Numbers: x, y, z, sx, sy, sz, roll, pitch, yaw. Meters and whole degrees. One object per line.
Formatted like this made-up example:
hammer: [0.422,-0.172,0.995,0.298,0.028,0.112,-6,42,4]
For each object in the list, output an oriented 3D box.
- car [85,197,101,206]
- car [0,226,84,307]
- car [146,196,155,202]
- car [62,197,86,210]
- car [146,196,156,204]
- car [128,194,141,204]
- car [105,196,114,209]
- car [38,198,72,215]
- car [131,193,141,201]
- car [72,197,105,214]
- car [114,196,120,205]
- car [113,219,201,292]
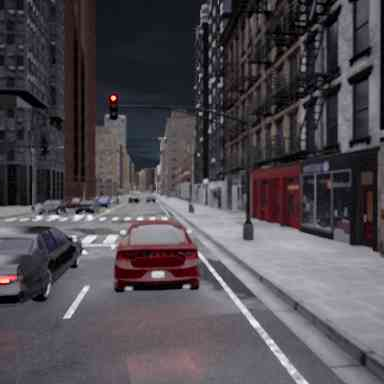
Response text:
car: [-16.984,1.603,57.346,1.895,1.301,4.718,0,0,-7]
car: [-4.048,1.544,8.102,2.033,1.411,5.357,0,0,-7]
car: [-9.445,1.544,75.799,2.033,1.411,5.357,0,0,-7]
car: [-15.237,1.478,43.265,1.882,1.535,5.008,0,0,-7]
car: [-8.042,1.509,65.515,1.837,1.490,4.892,0,0,-7]
car: [-11.361,1.481,65.061,1.882,1.535,5.008,0,0,-7]
car: [-12.259,1.478,45.650,1.882,1.535,5.008,0,0,-7]
car: [-14.063,1.503,33.900,1.837,1.490,4.892,0,0,-7]
car: [-12.666,1.192,75.368,2.097,1.767,4.553,0,0,-7]
car: [-10.963,1.546,35.278,2.033,1.411,5.357,0,0,-7]
car: [-13.884,1.495,58.793,2.128,1.511,4.902,0,0,-6]
car: [-0.954,1.474,9.014,1.882,1.535,5.008,0,0,-7]
